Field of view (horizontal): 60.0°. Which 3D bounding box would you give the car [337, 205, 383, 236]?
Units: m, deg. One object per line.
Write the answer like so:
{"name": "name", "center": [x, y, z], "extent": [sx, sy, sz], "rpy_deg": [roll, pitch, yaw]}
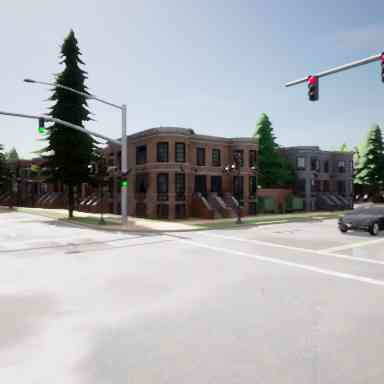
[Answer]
{"name": "car", "center": [10.103, 1.499, 18.700], "extent": [4.892, 1.490, 1.837], "rpy_deg": [0, 0, -37]}
